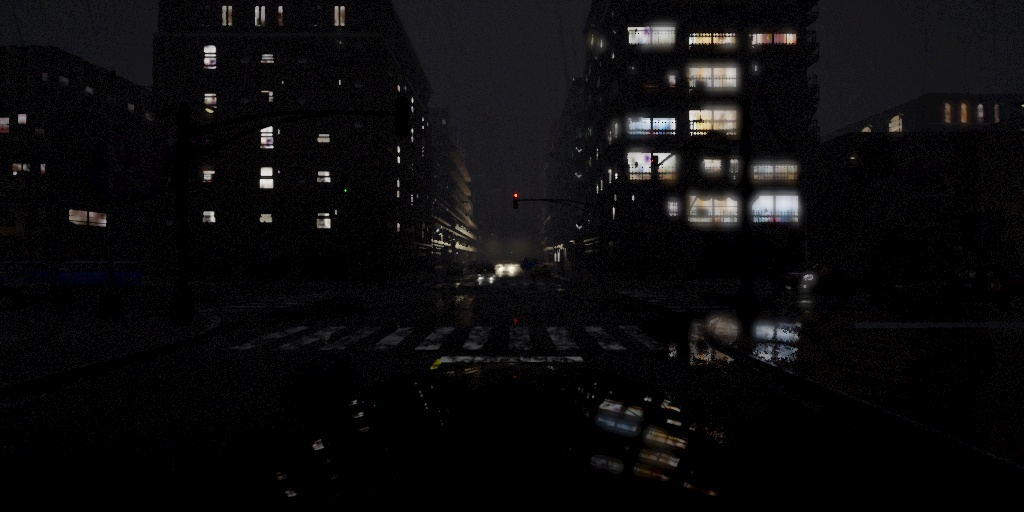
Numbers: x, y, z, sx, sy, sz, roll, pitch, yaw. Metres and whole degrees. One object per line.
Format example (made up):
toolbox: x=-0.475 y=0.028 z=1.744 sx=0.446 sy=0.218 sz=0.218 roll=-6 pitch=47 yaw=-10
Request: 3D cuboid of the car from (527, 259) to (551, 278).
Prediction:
car: x=2.623 y=1.290 z=33.567 sx=1.751 sy=1.417 sz=4.829 roll=0 pitch=0 yaw=0

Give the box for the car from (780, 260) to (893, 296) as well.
car: x=16.644 y=1.089 z=18.593 sx=4.553 sy=1.767 sz=2.097 roll=0 pitch=-1 yaw=1

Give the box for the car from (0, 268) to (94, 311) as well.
car: x=-19.364 y=1.290 z=13.646 sx=4.403 sy=1.370 sz=2.007 roll=0 pitch=0 yaw=1

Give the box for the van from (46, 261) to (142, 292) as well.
van: x=-24.853 y=1.190 z=21.599 sx=3.998 sy=1.789 sz=1.690 roll=0 pitch=0 yaw=1

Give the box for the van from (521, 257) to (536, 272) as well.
van: x=2.495 y=1.119 z=47.400 sx=1.690 sy=1.789 sz=3.998 roll=0 pitch=0 yaw=0

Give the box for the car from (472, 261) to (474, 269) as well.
car: x=-5.431 y=1.367 z=52.977 sx=1.802 sy=1.307 sz=4.207 roll=0 pitch=0 yaw=0

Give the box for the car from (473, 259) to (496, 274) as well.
car: x=-2.838 y=1.336 z=40.004 sx=1.994 sy=1.385 sz=4.181 roll=0 pitch=0 yaw=0

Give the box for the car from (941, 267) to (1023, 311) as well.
car: x=18.663 y=1.103 z=13.140 sx=4.097 sy=1.591 sz=1.967 roll=0 pitch=0 yaw=1

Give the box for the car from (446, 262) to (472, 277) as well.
car: x=-5.522 y=1.317 z=36.004 sx=2.007 sy=1.370 sz=4.403 roll=0 pitch=0 yaw=0

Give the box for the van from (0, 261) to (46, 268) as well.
van: x=-30.447 y=1.201 z=21.674 sx=3.998 sy=1.789 sz=1.690 roll=0 pitch=0 yaw=1

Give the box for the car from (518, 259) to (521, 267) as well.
car: x=2.450 y=1.100 z=53.054 sx=2.192 sy=1.841 sz=5.009 roll=0 pitch=0 yaw=0
